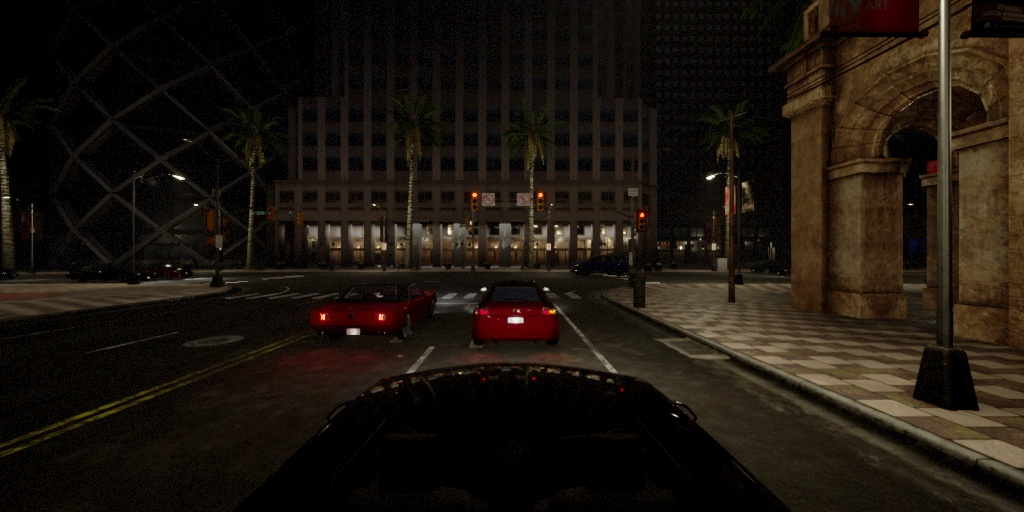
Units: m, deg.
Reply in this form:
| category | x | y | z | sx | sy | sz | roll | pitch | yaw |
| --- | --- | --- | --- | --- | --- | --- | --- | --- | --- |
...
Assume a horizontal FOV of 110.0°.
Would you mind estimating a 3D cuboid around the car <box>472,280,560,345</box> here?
| category | x | y | z | sx | sy | sz | roll | pitch | yaw |
| --- | --- | --- | --- | --- | --- | --- | --- | --- | --- |
| car | 0.082 | 1.314 | 9.513 | 1.994 | 1.385 | 4.181 | 0 | 0 | 0 |

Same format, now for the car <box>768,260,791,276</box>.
| category | x | y | z | sx | sy | sz | roll | pitch | yaw |
| --- | --- | --- | --- | --- | --- | --- | --- | --- | --- |
| car | 28.721 | 1.297 | 35.073 | 5.357 | 1.411 | 2.033 | 0 | 0 | 0 |

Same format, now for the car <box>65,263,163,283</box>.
| category | x | y | z | sx | sy | sz | roll | pitch | yaw |
| --- | --- | --- | --- | --- | --- | --- | --- | --- | --- |
| car | -30.992 | 1.297 | 27.824 | 5.357 | 1.411 | 2.033 | 0 | 0 | -3 |

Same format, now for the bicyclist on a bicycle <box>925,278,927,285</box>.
| category | x | y | z | sx | sy | sz | roll | pitch | yaw |
| --- | --- | --- | --- | --- | --- | --- | --- | --- | --- |
| bicyclist on a bicycle | 24.677 | 1.051 | 20.602 | 0.582 | 1.620 | 1.656 | 0 | 0 | 0 |

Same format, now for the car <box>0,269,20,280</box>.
| category | x | y | z | sx | sy | sz | roll | pitch | yaw |
| --- | --- | --- | --- | --- | --- | --- | --- | --- | --- |
| car | -42.727 | 1.275 | 28.324 | 4.674 | 1.442 | 1.812 | 1 | 0 | -26 |

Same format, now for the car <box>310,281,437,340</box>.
| category | x | y | z | sx | sy | sz | roll | pitch | yaw |
| --- | --- | --- | --- | --- | --- | --- | --- | --- | --- |
| car | -3.417 | 1.351 | 9.976 | 1.895 | 1.301 | 4.718 | 0 | 0 | 0 |

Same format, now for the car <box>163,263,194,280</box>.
| category | x | y | z | sx | sy | sz | roll | pitch | yaw |
| --- | --- | --- | --- | --- | --- | --- | --- | --- | --- |
| car | -30.426 | 1.314 | 31.157 | 4.181 | 1.385 | 1.994 | 0 | 0 | -5 |

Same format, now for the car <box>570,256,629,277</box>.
| category | x | y | z | sx | sy | sz | roll | pitch | yaw |
| --- | --- | --- | --- | --- | --- | --- | --- | --- | --- |
| car | 8.546 | 0.974 | 34.993 | 5.566 | 2.045 | 2.150 | 0 | 0 | -2 |
